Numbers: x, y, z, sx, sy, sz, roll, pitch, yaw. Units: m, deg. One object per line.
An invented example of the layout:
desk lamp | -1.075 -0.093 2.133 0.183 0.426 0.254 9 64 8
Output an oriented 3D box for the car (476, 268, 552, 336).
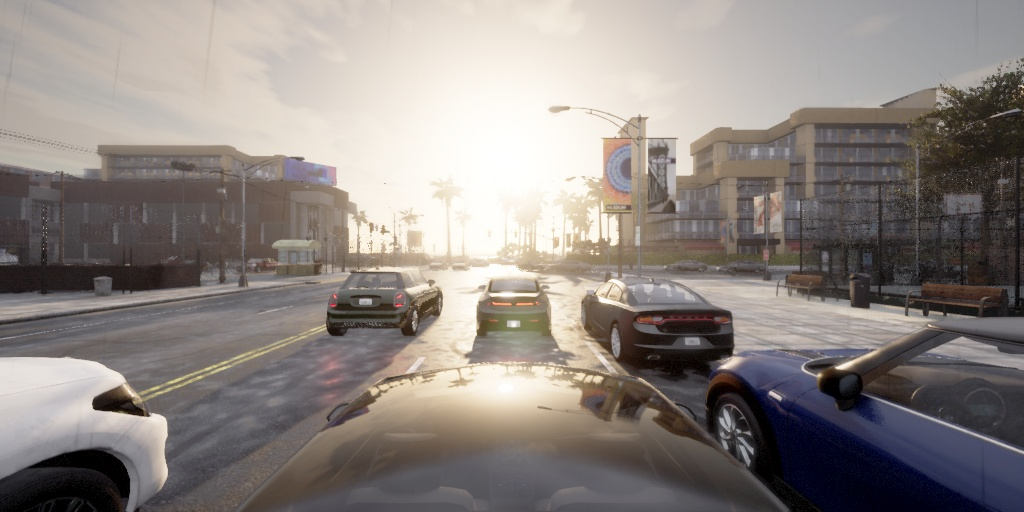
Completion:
car | 0.057 1.255 10.348 1.837 1.490 4.892 0 0 0

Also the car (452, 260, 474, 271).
car | -7.031 1.297 49.538 2.033 1.411 5.357 0 0 1

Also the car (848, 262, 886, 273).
car | 42.135 1.242 42.610 4.902 1.511 2.128 0 0 0

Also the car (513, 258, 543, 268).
car | 2.469 1.351 48.872 1.895 1.301 4.718 0 0 -30

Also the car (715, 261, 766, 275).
car | 24.816 1.241 39.017 4.902 1.511 2.128 0 0 0

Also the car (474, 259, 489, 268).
car | -5.577 1.350 63.404 1.895 1.301 4.718 0 0 15

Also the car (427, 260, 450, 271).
car | -10.478 1.297 51.582 2.033 1.411 5.357 0 0 2

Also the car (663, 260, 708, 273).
car | 20.525 1.241 42.479 4.902 1.511 2.128 0 0 -1

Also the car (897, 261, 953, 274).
car | 44.875 1.244 39.112 4.902 1.511 2.128 0 0 0

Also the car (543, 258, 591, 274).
car | 6.435 1.241 40.476 4.902 1.511 2.128 0 0 21

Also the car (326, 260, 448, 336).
car | -3.441 1.102 10.594 2.097 1.767 4.553 0 0 0
